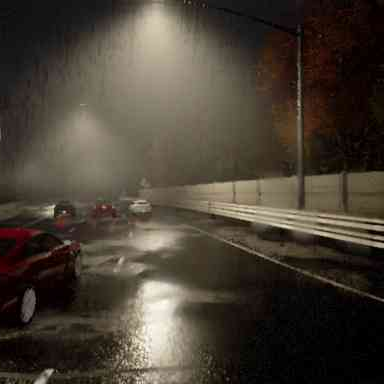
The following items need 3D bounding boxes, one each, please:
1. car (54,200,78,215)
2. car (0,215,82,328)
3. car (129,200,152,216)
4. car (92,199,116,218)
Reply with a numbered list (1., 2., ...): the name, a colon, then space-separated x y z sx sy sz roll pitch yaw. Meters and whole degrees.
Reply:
1. car: -12.397 1.584 32.687 1.837 1.490 4.892 0 0 -18
2. car: -3.789 1.502 7.003 1.882 1.535 5.008 0 0 -3
3. car: -5.122 1.557 32.886 1.812 1.442 4.674 0 0 -17
4. car: -8.399 1.405 31.588 2.097 1.767 4.553 0 0 -16
